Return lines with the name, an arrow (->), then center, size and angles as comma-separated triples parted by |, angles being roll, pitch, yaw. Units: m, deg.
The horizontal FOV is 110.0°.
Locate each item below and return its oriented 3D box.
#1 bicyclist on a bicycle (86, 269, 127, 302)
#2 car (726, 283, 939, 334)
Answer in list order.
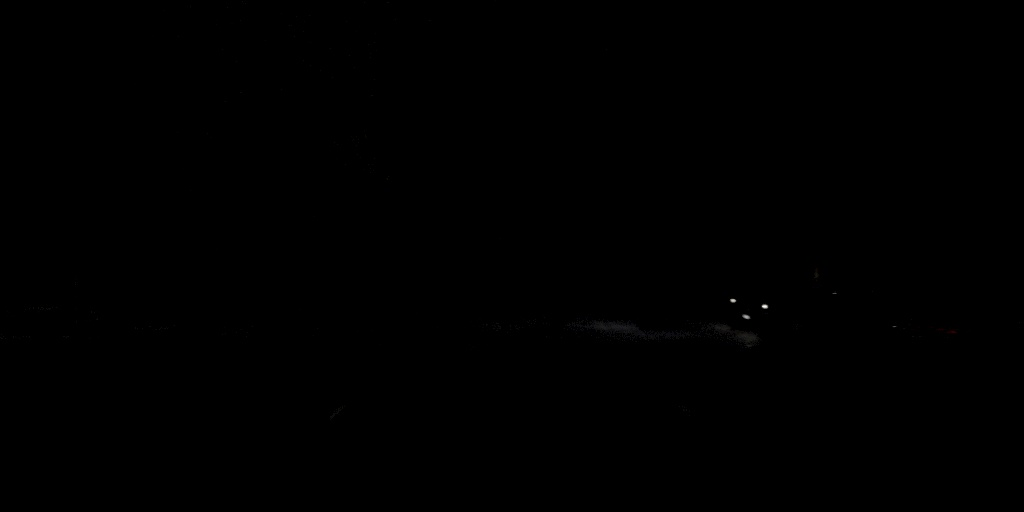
bicyclist on a bicycle -> -20.328, 1.463, 18.035 | 0.582, 1.620, 1.656 | 0, 0, 8
car -> 9.023, 1.456, 10.441 | 4.718, 1.301, 1.895 | 0, -1, 1
